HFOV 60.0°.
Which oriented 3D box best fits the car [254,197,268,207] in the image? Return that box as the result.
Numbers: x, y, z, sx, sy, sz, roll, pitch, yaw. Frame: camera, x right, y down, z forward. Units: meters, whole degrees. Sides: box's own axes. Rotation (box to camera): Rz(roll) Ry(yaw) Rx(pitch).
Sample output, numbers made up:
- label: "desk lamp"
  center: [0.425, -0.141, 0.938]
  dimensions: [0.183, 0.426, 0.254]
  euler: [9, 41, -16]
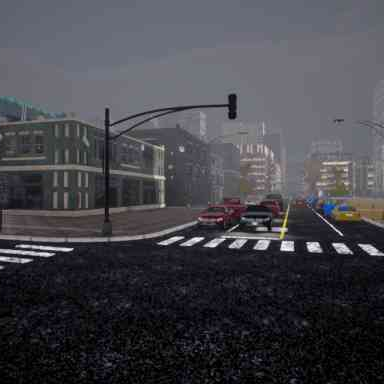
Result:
- label: "car"
  center: [11.161, 1.533, 53.278]
  dimensions: [1.752, 1.417, 4.829]
  euler: [0, 0, 17]

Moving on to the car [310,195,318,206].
- label: "car"
  center: [19.235, 1.574, 51.024]
  dimensions: [1.947, 1.339, 4.313]
  euler: [0, 0, 17]

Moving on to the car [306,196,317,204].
- label: "car"
  center: [24.091, 1.536, 67.130]
  dimensions: [1.752, 1.417, 4.829]
  euler: [0, 0, 17]

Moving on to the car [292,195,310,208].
- label: "car"
  center: [16.102, 1.571, 49.619]
  dimensions: [1.994, 1.385, 4.181]
  euler: [0, 0, 17]

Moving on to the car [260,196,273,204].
- label: "car"
  center: [14.415, 1.560, 64.070]
  dimensions: [2.008, 1.369, 4.403]
  euler: [0, 0, 17]

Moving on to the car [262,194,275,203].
- label: "car"
  center: [16.018, 1.326, 69.384]
  dimensions: [2.192, 1.841, 5.009]
  euler: [0, 0, 17]

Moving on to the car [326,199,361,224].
- label: "car"
  center: [11.271, 1.529, 24.613]
  dimensions: [1.752, 1.417, 4.829]
  euler: [0, 0, 17]

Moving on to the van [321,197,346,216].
- label: "van"
  center: [12.826, 1.345, 29.765]
  dimensions: [1.690, 1.788, 3.998]
  euler: [0, 0, 17]

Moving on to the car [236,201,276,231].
- label: "car"
  center: [4.163, 1.528, 21.080]
  dimensions: [1.812, 1.442, 4.674]
  euler: [0, 0, 15]

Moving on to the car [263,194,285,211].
- label: "car"
  center: [10.111, 1.227, 40.731]
  dimensions: [2.150, 2.045, 5.566]
  euler: [0, 0, 18]

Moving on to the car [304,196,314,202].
- label: "car"
  center: [27.246, 1.580, 77.598]
  dimensions: [1.947, 1.339, 4.313]
  euler: [0, 0, 17]

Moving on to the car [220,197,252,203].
- label: "car"
  center: [3.199, 1.318, 26.866]
  dimensions: [2.192, 1.841, 5.009]
  euler: [0, 0, 17]

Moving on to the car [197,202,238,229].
- label: "car"
  center: [1.596, 1.584, 21.552]
  dimensions: [1.802, 1.307, 4.206]
  euler: [0, 0, 17]

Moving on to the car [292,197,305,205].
- label: "car"
  center: [18.883, 1.557, 59.186]
  dimensions: [2.033, 1.411, 5.357]
  euler: [0, 0, 17]

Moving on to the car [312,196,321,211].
- label: "car"
  center: [16.029, 1.557, 40.394]
  dimensions: [2.008, 1.369, 4.403]
  euler: [0, 0, 17]

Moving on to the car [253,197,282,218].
- label: "car"
  center: [7.055, 1.481, 30.689]
  dimensions: [1.882, 1.535, 5.008]
  euler: [0, 0, 17]

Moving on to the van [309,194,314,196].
- label: "van"
  center: [22.441, 1.351, 61.653]
  dimensions: [1.690, 1.788, 3.998]
  euler: [0, 0, 17]
